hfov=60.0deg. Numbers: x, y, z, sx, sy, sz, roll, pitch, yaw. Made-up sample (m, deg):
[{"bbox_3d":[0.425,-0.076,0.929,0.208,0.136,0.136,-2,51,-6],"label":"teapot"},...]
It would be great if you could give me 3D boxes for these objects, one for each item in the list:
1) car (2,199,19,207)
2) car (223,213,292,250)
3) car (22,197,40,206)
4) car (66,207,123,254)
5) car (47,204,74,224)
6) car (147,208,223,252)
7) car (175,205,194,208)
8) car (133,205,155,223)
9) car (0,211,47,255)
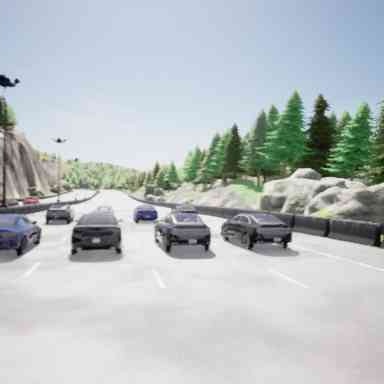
[{"bbox_3d":[-33.783,2.096,62.028,1.882,1.535,5.008,1,-1,-14],"label":"car"},{"bbox_3d":[2.856,1.731,15.713,2.128,1.511,4.902,1,-1,-14],"label":"car"},{"bbox_3d":[-30.375,1.899,62.840,2.150,2.045,5.566,1,-1,-14],"label":"car"},{"bbox_3d":[-3.985,1.607,14.228,1.882,1.535,5.008,1,-1,-14],"label":"car"},{"bbox_3d":[-10.930,1.780,27.786,2.128,1.511,4.902,1,-1,-14],"label":"car"},{"bbox_3d":[-0.544,1.675,14.881,2.128,1.511,4.902,1,-1,-14],"label":"car"},{"bbox_3d":[-0.738,1.963,30.305,1.837,1.490,4.892,1,-1,-14],"label":"car"},{"bbox_3d":[-4.178,1.880,29.645,1.882,1.535,5.008,1,-1,-14],"label":"car"},{"bbox_3d":[-7.365,1.597,13.312,1.812,1.442,4.674,1,-1,-14],"label":"car"}]
